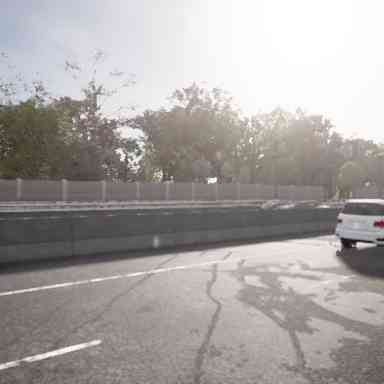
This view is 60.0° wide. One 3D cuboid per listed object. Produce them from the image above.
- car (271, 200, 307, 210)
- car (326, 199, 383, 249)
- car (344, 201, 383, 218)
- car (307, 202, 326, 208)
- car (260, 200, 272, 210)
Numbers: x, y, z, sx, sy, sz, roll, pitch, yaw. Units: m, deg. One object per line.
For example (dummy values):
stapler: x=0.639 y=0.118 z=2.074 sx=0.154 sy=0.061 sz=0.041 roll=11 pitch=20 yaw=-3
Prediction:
car: x=12.043 y=1.781 z=38.378 sx=5.357 sy=1.411 sz=2.033 roll=1 pitch=0 yaw=-35
car: x=8.336 y=1.328 z=14.000 sx=5.566 sy=2.045 sz=2.150 roll=1 pitch=0 yaw=-35
car: x=17.804 y=1.741 z=33.887 sx=4.902 sy=1.511 sz=2.128 roll=1 pitch=0 yaw=-35
car: x=14.946 y=1.806 z=36.147 sx=4.181 sy=1.385 sz=1.994 roll=1 pitch=0 yaw=-35
car: x=10.558 y=1.730 z=41.613 sx=4.902 sy=1.511 sz=2.128 roll=1 pitch=0 yaw=-35
